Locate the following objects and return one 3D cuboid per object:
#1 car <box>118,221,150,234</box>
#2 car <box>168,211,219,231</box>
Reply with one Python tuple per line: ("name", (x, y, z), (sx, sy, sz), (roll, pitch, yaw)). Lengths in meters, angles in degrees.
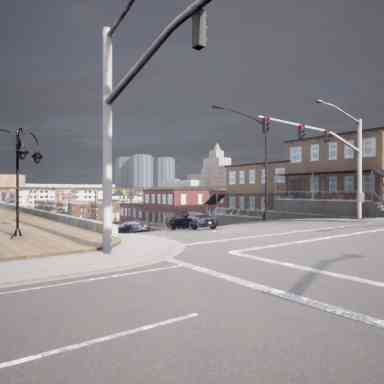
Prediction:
("car", (-5.838, 3.506, 32.128), (1.812, 1.442, 4.674), (0, -12, -37))
("car", (0.031, 2.054, 24.150), (1.994, 1.385, 4.181), (0, -4, -36))
